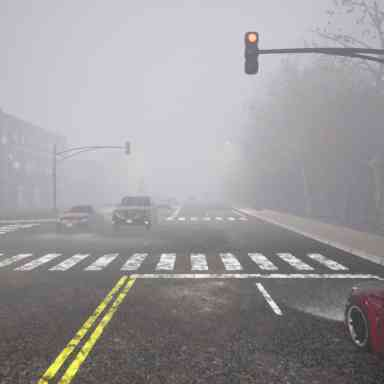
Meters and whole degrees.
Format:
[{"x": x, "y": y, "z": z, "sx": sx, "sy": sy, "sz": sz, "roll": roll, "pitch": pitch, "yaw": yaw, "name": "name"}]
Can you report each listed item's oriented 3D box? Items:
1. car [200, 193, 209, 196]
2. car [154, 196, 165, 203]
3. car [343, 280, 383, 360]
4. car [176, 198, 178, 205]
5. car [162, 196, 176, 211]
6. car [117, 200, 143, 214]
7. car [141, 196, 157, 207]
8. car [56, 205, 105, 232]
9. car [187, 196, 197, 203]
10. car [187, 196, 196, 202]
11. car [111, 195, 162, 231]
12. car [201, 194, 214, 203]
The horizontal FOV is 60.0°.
[{"x": 3.113, "y": 1.194, "z": 76.267, "sx": 2.150, "sy": 2.045, "sz": 5.566, "roll": 0, "pitch": 0, "yaw": 0, "name": "car"}, {"x": -6.626, "y": 1.498, "z": 67.757, "sx": 1.812, "sy": 1.442, "sz": 4.674, "roll": 0, "pitch": 1, "yaw": 0, "name": "car"}, {"x": 3.346, "y": 1.563, "z": 3.502, "sx": 1.994, "sy": 1.385, "sz": 4.181, "roll": 0, "pitch": 0, "yaw": 0, "name": "car"}, {"x": -3.442, "y": 1.468, "z": 56.623, "sx": 2.128, "sy": 1.511, "sz": 4.902, "roll": 0, "pitch": 0, "yaw": 0, "name": "car"}, {"x": -3.426, "y": 1.533, "z": 41.774, "sx": 2.033, "sy": 1.411, "sz": 5.357, "roll": 0, "pitch": 0, "yaw": 0, "name": "car"}, {"x": -6.667, "y": 1.589, "z": 36.156, "sx": 1.895, "sy": 1.301, "sz": 4.718, "roll": 0, "pitch": 0, "yaw": 0, "name": "car"}, {"x": -6.689, "y": 1.459, "z": 52.276, "sx": 1.882, "sy": 1.535, "sz": 5.008, "roll": 0, "pitch": 0, "yaw": 0, "name": "car"}, {"x": -6.635, "y": 1.521, "z": 20.320, "sx": 1.812, "sy": 1.442, "sz": 4.674, "roll": 0, "pitch": 0, "yaw": 0, "name": "car"}, {"x": -0.021, "y": 1.452, "z": 66.960, "sx": 1.882, "sy": 1.535, "sz": 5.008, "roll": 0, "pitch": 0, "yaw": 0, "name": "car"}, {"x": -0.140, "y": 1.564, "z": 77.243, "sx": 1.895, "sy": 1.301, "sz": 4.718, "roll": 0, "pitch": 0, "yaw": 0, "name": "car"}, {"x": -3.387, "y": 1.217, "z": 20.703, "sx": 2.150, "sy": 2.045, "sz": 5.566, "roll": 0, "pitch": 0, "yaw": 0, "name": "car"}, {"x": 3.226, "y": 1.576, "z": 66.084, "sx": 1.895, "sy": 1.301, "sz": 4.718, "roll": 0, "pitch": 0, "yaw": 0, "name": "car"}]
